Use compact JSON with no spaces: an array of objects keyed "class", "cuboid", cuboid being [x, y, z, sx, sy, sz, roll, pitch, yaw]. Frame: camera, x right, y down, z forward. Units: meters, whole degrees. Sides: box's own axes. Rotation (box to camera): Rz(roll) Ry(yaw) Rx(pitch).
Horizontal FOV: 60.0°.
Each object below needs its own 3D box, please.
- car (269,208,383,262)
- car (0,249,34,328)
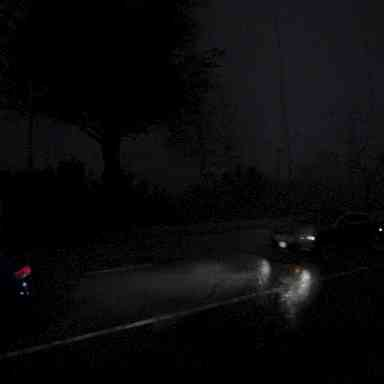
[{"class":"car","cuboid":[4.774,1.337,11.539,4.902,1.511,2.128,0,1,-35]},{"class":"car","cuboid":[-4.698,1.419,5.011,4.181,1.385,1.994,0,1,-34]}]
